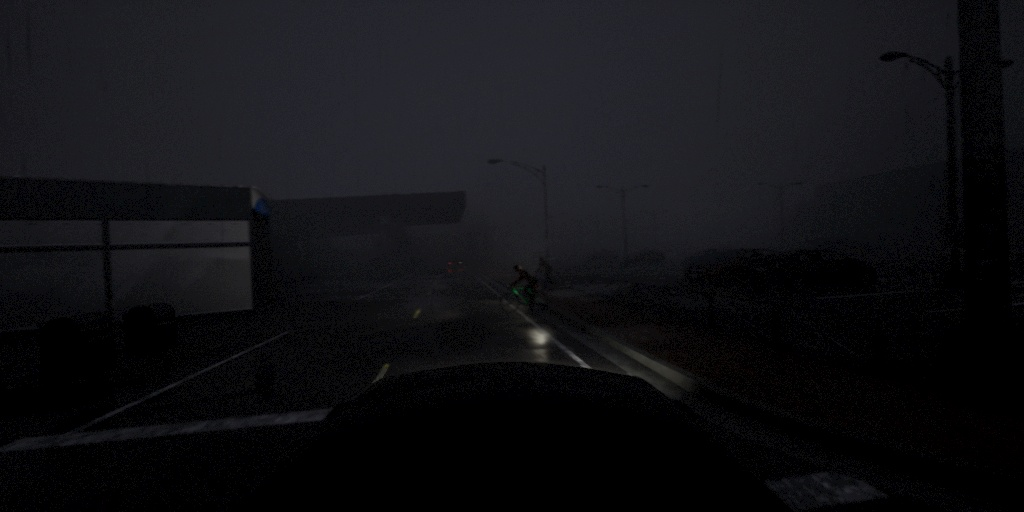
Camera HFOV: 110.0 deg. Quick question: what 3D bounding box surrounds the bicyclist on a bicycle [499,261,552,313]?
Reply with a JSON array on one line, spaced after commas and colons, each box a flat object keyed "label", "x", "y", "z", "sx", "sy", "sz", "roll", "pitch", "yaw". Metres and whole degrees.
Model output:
[{"label": "bicyclist on a bicycle", "x": 0.371, "y": 1.108, "z": 12.138, "sx": 1.656, "sy": 1.620, "sz": 0.582, "roll": -3, "pitch": 0, "yaw": 2}]

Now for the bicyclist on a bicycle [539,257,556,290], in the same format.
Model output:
[{"label": "bicyclist on a bicycle", "x": 1.532, "y": 0.868, "z": 17.007, "sx": 1.656, "sy": 1.620, "sz": 0.582, "roll": -3, "pitch": 1, "yaw": -43}]

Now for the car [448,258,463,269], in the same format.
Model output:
[{"label": "car", "x": -8.694, "y": 1.078, "z": 55.015, "sx": 2.097, "sy": 1.767, "sz": 4.553, "roll": -3, "pitch": 0, "yaw": -9}]
